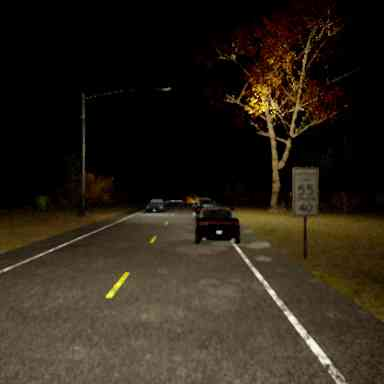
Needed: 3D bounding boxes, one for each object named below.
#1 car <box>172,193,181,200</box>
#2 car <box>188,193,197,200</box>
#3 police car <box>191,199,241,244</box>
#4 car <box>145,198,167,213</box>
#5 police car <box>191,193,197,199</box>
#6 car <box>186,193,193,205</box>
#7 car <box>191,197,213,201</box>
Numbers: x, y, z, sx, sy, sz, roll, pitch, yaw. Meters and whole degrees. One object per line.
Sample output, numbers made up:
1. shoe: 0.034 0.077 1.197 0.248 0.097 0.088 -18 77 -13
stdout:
1. car: -3.370 1.004 74.471 2.128 1.511 4.902 0 0 0
2. car: 0.122 0.953 71.488 1.837 1.490 4.892 0 0 0
3. police car: 1.051 1.336 15.454 1.930 1.638 5.238 0 0 0
4. car: -3.565 1.348 34.151 2.033 1.411 5.357 0 0 0
5. police car: 1.076 1.242 31.448 1.930 1.638 5.238 0 0 0
6. car: 0.073 1.179 50.609 1.882 1.535 5.008 0 1 0
7. car: 1.061 1.359 25.339 1.837 1.490 4.892 0 0 0
